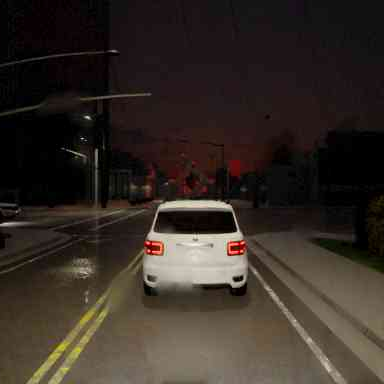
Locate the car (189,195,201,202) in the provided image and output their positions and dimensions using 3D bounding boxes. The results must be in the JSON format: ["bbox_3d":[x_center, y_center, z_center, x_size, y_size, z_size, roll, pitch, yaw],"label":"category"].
[{"bbox_3d":[0.852,1.465,78.667,1.882,1.535,5.008,0,0,12],"label":"car"}]

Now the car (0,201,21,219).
[{"bbox_3d":[-17.293,1.339,27.540,5.566,2.045,2.150,-1,0,0],"label":"car"}]

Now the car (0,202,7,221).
[{"bbox_3d":[-16.215,1.667,24.044,4.181,1.385,1.994,-1,0,0],"label":"car"}]

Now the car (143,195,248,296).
[{"bbox_3d":[0.081,1.221,8.796,2.150,2.045,5.566,0,0,0],"label":"car"}]

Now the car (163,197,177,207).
[{"bbox_3d":[-3.521,1.564,52.941,1.994,1.385,4.181,0,0,0],"label":"car"}]
